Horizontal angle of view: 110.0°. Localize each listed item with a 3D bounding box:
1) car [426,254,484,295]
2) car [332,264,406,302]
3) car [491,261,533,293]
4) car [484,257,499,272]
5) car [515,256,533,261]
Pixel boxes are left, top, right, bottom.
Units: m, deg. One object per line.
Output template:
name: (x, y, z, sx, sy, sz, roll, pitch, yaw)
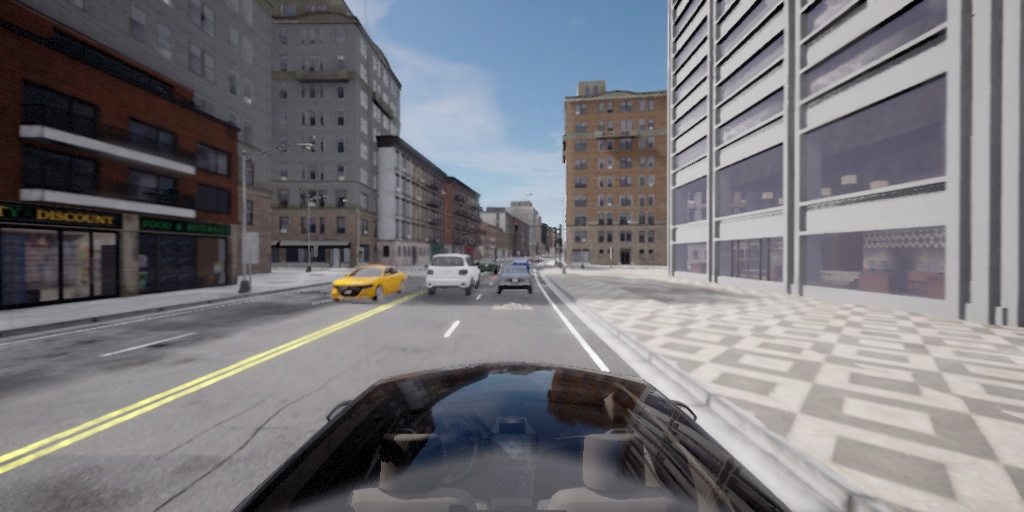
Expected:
car: (-3.025, 0.902, 19.458, 2.150, 2.045, 5.566, 0, 1, 1)
car: (-6.501, 1.170, 16.821, 1.882, 1.535, 5.008, 0, 0, 1)
car: (0.205, 1.223, 19.935, 2.033, 1.411, 5.357, 0, 0, 1)
car: (-2.355, 0.932, 37.054, 2.097, 1.767, 4.553, 0, 0, 3)
car: (1.026, 1.045, 39.285, 1.882, 1.535, 5.008, 0, 0, 3)
